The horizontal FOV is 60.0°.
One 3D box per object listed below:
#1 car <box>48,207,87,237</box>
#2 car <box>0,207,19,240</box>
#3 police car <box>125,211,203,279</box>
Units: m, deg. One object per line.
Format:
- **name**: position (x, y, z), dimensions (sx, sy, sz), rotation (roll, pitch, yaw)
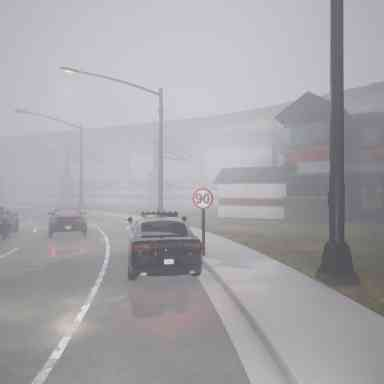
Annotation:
- **car**: position (-6.838, 1.525, 18.247), dimensions (1.812, 1.442, 4.674), rotation (0, 0, -21)
- **car**: position (-10.013, 1.493, 16.794), dimensions (2.128, 1.511, 4.902), rotation (0, 0, -21)
- **police car**: position (-1.019, 1.425, 10.307), dimensions (1.930, 1.638, 5.238), rotation (0, 0, -11)
